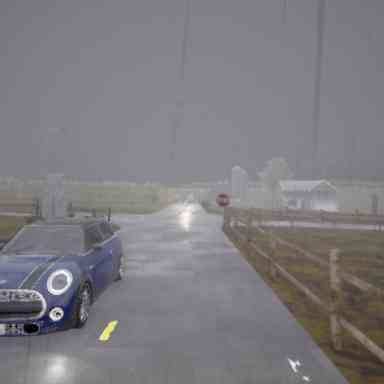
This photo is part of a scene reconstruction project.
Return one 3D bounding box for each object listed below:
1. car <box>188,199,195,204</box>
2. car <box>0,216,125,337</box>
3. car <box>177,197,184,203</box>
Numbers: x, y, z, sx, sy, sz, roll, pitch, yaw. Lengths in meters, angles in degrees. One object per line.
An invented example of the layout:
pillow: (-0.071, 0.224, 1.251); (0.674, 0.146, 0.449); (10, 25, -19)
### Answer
car: (-0.041, 2.437, 88.381); (2.033, 1.411, 5.357); (0, -1, 0)
car: (-2.839, 1.408, 7.056); (2.097, 1.767, 4.553); (0, 0, 0)
car: (-2.788, 1.988, 82.157); (2.033, 1.411, 5.357); (0, -1, 0)
